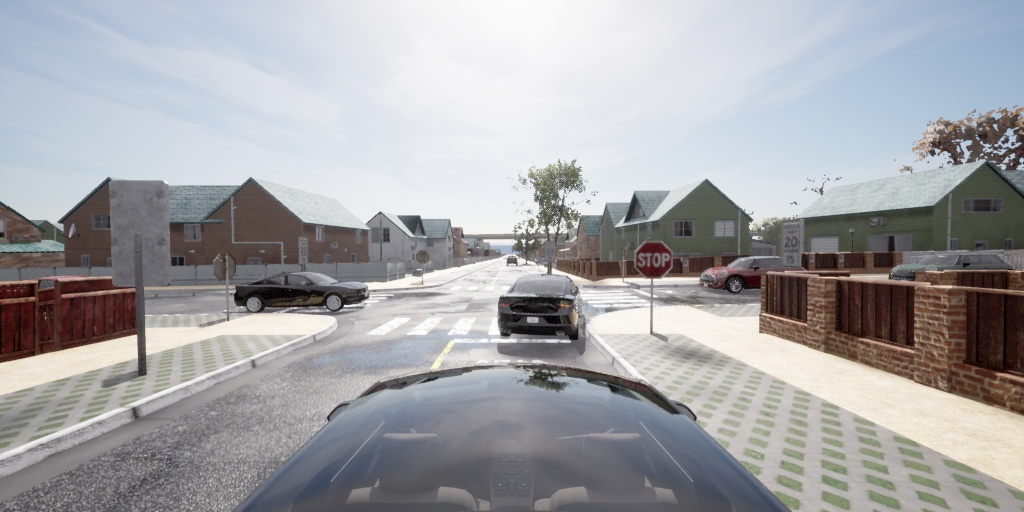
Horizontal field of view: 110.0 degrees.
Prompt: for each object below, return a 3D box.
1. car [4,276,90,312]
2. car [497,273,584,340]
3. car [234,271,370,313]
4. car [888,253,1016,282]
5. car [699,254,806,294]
[{"bbox_3d":[-18.016,1.547,14.596,5.008,1.535,1.882,-1,2,0],"label":"car"},{"bbox_3d":[0.961,1.225,10.125,1.882,1.535,5.008,0,0,12],"label":"car"},{"bbox_3d":[-8.463,1.377,14.655,5.008,1.535,1.882,-1,2,0],"label":"car"},{"bbox_3d":[21.708,0.646,17.797,4.553,1.767,2.097,-1,2,0],"label":"car"},{"bbox_3d":[11.813,0.821,17.730,4.553,1.767,2.097,-1,2,0],"label":"car"}]
